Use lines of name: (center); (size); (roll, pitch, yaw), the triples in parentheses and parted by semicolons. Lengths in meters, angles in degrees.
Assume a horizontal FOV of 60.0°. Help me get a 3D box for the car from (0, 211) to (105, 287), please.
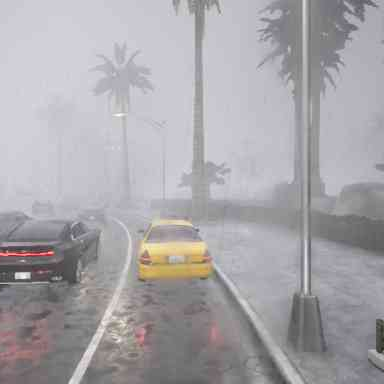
car: (-3.817, 1.503, 9.391); (1.837, 1.490, 4.892); (0, 0, -7)

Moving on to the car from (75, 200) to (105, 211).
car: (-7.353, 1.519, 24.233); (1.812, 1.442, 4.674); (0, 0, -18)

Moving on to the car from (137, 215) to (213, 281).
car: (-0.649, 1.456, 9.853); (1.801, 1.575, 5.366); (0, 0, -7)

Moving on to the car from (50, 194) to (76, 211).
car: (-14.721, 1.339, 38.899); (2.097, 1.767, 4.553); (0, 0, -35)

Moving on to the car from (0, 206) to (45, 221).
car: (-8.270, 1.557, 14.904); (1.994, 1.385, 4.181); (0, 0, -11)

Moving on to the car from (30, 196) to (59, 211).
car: (-14.478, 1.479, 32.151); (2.128, 1.511, 4.902); (0, 0, -28)
